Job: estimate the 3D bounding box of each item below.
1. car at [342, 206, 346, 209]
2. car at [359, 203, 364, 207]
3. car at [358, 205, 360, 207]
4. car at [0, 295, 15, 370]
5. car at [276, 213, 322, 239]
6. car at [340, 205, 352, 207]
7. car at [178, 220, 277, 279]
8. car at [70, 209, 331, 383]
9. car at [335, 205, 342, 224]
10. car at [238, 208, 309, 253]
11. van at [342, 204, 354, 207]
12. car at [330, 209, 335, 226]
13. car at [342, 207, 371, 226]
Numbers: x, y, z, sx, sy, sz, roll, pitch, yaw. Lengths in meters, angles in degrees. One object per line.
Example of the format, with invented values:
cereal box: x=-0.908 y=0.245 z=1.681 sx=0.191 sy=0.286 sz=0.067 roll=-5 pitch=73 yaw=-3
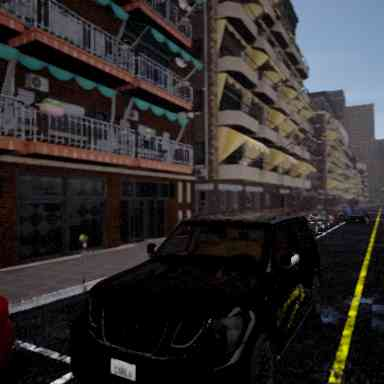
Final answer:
car: x=15.387 y=2.566 z=36.262 sx=1.947 sy=1.339 sz=4.313 roll=-2 pitch=-2 yaw=30
car: x=31.905 y=3.362 z=65.004 sx=1.947 sy=1.339 sz=4.313 roll=-2 pitch=-2 yaw=30
car: x=26.399 y=3.111 z=55.423 sx=1.802 sy=1.307 sz=4.206 roll=-2 pitch=-2 yaw=30
car: x=-3.883 y=1.648 z=2.730 sx=1.887 sy=1.381 sz=4.507 roll=-2 pitch=-2 yaw=30
car: x=7.129 y=2.162 z=21.892 sx=2.008 sy=1.369 sz=4.403 roll=-2 pitch=-2 yaw=30
car: x=18.140 y=2.677 z=41.054 sx=1.887 sy=1.381 sz=4.507 roll=-2 pitch=-2 yaw=30
car: x=1.538 y=1.878 z=12.165 sx=1.752 sy=1.417 sz=4.829 roll=-2 pitch=-2 yaw=30
car: x=0.722 y=1.386 z=5.545 sx=2.150 sy=2.045 sz=5.566 roll=-1 pitch=-2 yaw=30
car: x=12.633 y=2.310 z=31.475 sx=1.967 sy=1.590 sz=4.097 roll=-2 pitch=-2 yaw=30
car: x=4.373 y=1.799 z=17.109 sx=2.192 sy=1.841 sz=5.009 roll=-2 pitch=-2 yaw=30
van: x=20.891 y=2.605 z=45.851 sx=1.690 sy=1.788 sz=3.998 roll=-2 pitch=-2 yaw=30
car: x=9.882 y=2.291 z=26.683 sx=2.008 sy=1.369 sz=4.403 roll=-2 pitch=-2 yaw=30
car: x=15.754 y=2.422 z=31.491 sx=1.994 sy=1.385 sz=4.181 roll=-1 pitch=-2 yaw=30
